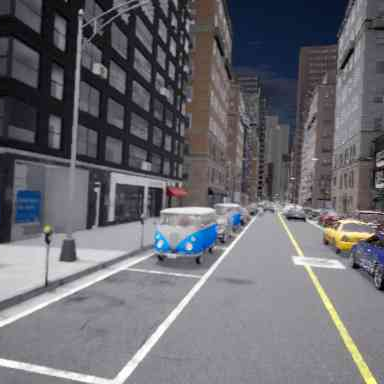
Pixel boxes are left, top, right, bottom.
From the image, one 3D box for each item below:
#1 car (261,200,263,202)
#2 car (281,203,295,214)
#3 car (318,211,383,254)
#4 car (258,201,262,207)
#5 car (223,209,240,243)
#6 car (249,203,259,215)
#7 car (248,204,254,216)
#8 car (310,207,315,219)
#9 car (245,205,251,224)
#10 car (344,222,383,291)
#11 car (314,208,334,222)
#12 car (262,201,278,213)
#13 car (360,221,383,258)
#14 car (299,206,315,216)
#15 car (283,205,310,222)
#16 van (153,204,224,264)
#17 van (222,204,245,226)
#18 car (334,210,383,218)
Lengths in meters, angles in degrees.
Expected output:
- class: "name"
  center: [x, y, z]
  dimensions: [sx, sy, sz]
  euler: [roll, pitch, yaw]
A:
- class: "car"
  center: [18.509, 3.508, 91.075]
  dimensions: [1.802, 1.307, 4.206]
  euler: [2, -1, 13]
- class: "car"
  center: [14.458, 2.768, 49.299]
  dimensions: [1.812, 1.442, 4.674]
  euler: [3, -1, 13]
- class: "car"
  center: [7.509, 1.996, 15.860]
  dimensions: [1.801, 1.575, 5.366]
  euler: [3, -1, 13]
- class: "car"
  center: [9.981, 2.518, 54.979]
  dimensions: [1.967, 1.590, 4.097]
  euler: [3, -1, 13]
- class: "car"
  center: [1.150, 1.789, 17.502]
  dimensions: [2.008, 1.369, 4.403]
  euler: [3, -1, 13]
- class: "car"
  center: [7.454, 2.402, 44.270]
  dimensions: [1.947, 1.339, 4.313]
  euler: [3, -1, 13]
- class: "car"
  center: [4.931, 2.178, 33.563]
  dimensions: [1.802, 1.307, 4.206]
  euler: [3, -1, 13]
- class: "car"
  center: [15.742, 2.782, 42.310]
  dimensions: [2.008, 1.369, 4.403]
  euler: [3, -1, 13]
- class: "car"
  center: [3.671, 2.042, 28.210]
  dimensions: [1.947, 1.339, 4.313]
  euler: [3, -1, 13]
- class: "car"
  center: [6.087, 1.933, 9.835]
  dimensions: [1.812, 1.442, 4.674]
  euler: [3, -1, 13]
- class: "car"
  center: [13.226, 2.432, 31.604]
  dimensions: [1.967, 1.590, 4.097]
  euler: [3, -1, 13]
- class: "car"
  center: [13.525, 2.857, 58.416]
  dimensions: [2.033, 1.411, 5.357]
  euler: [3, -1, 13]
- class: "car"
  center: [9.436, 2.216, 15.541]
  dimensions: [1.802, 1.307, 4.206]
  euler: [3, -1, 13]
- class: "car"
  center: [18.263, 3.039, 53.017]
  dimensions: [1.947, 1.339, 4.313]
  euler: [3, -1, 13]
- class: "car"
  center: [11.832, 2.553, 37.973]
  dimensions: [1.994, 1.385, 4.181]
  euler: [3, -1, 13]
- class: "van"
  center: [-0.101, 1.461, 12.152]
  dimensions: [1.690, 1.788, 3.998]
  euler: [3, -1, 13]
- class: "van"
  center: [2.421, 1.698, 22.858]
  dimensions: [1.690, 1.788, 3.998]
  euler: [3, -1, 13]
- class: "car"
  center: [10.710, 2.068, 20.898]
  dimensions: [2.192, 1.841, 5.009]
  euler: [3, -1, 13]
